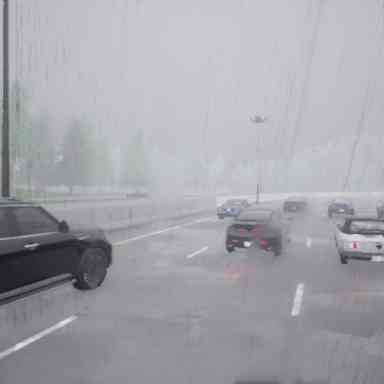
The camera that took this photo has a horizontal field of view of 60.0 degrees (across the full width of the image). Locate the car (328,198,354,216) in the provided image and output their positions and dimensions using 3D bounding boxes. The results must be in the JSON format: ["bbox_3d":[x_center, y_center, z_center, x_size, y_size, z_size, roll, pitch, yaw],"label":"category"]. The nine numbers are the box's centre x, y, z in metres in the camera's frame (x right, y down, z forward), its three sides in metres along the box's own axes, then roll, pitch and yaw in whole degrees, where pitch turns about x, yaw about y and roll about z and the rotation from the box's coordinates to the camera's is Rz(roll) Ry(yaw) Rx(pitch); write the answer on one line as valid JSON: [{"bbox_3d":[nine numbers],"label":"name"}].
[{"bbox_3d":[12.290,1.223,27.458,1.812,1.442,4.674,1,1,22],"label":"car"}]

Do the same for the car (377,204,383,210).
[{"bbox_3d":[14.564,1.375,23.797,1.895,1.301,4.718,1,1,22],"label":"car"}]

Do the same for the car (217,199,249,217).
[{"bbox_3d":[3.325,1.213,23.961,2.033,1.411,5.357,1,1,21],"label":"car"}]

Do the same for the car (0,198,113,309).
[{"bbox_3d":[-3.688,1.093,5.842,2.150,2.045,5.566,1,1,21],"label":"car"}]

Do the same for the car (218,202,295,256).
[{"bbox_3d":[2.636,1.336,12.504,1.837,1.490,4.892,1,1,21],"label":"car"}]

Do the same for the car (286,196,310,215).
[{"bbox_3d":[9.226,1.121,29.161,1.882,1.535,5.008,1,1,23],"label":"car"}]

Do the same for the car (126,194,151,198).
[{"bbox_3d":[-8.078,0.409,50.586,1.895,1.301,4.718,1,1,26],"label":"car"}]

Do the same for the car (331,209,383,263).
[{"bbox_3d":[5.802,1.484,10.985,1.895,1.301,4.718,1,1,21],"label":"car"}]
